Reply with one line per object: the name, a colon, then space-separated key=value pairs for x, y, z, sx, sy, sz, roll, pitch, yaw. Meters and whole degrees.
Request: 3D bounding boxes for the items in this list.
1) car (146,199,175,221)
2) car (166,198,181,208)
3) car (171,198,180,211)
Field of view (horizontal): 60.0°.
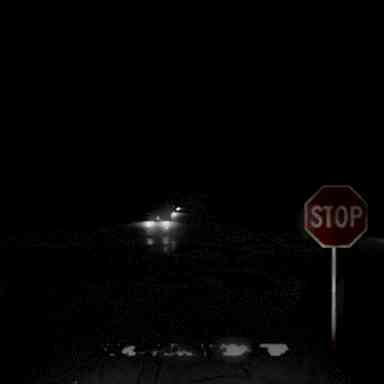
car: x=-2.681 y=1.584 z=27.794 sx=2.033 sy=1.411 sz=5.357 roll=0 pitch=0 yaw=-2
car: x=-2.752 y=1.677 z=51.016 sx=2.033 sy=1.411 sz=5.357 roll=0 pitch=0 yaw=0
car: x=-2.780 y=1.578 z=38.867 sx=1.837 sy=1.490 sz=4.892 roll=0 pitch=0 yaw=0
